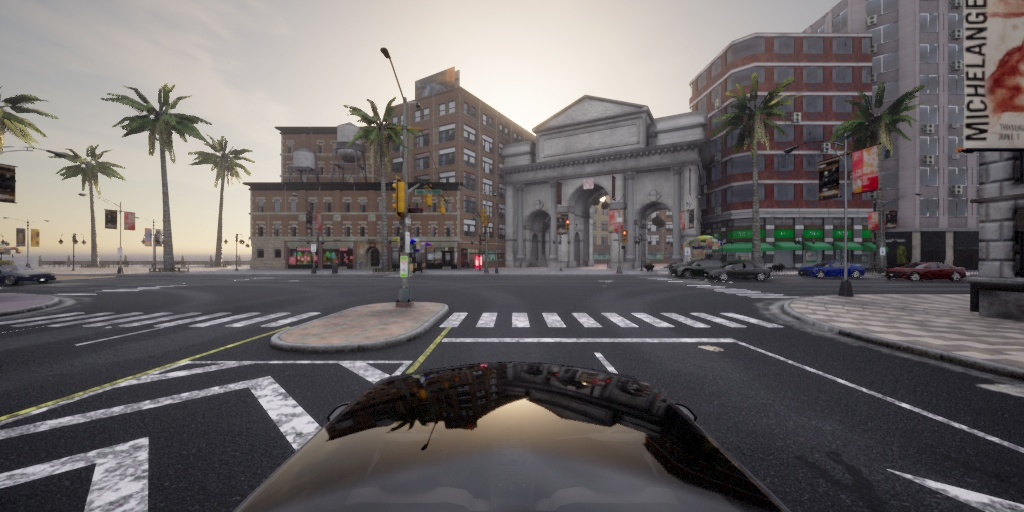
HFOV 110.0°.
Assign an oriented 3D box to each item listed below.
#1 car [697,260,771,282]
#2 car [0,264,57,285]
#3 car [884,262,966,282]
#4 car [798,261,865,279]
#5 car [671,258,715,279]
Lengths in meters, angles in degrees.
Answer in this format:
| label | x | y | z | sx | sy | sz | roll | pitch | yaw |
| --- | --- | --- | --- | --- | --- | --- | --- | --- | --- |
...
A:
| label | x | y | z | sx | sy | sz | roll | pitch | yaw |
| --- | --- | --- | --- | --- | --- | --- | --- | --- | --- |
| car | 17.873 | 1.255 | 28.624 | 4.892 | 1.490 | 1.837 | 0 | 0 | 0 |
| car | -35.828 | 1.297 | 25.337 | 5.357 | 1.411 | 2.033 | 0 | 0 | 0 |
| car | 32.659 | 1.227 | 28.449 | 5.008 | 1.535 | 1.882 | 0 | 0 | 1 |
| car | 28.406 | 1.228 | 32.013 | 5.008 | 1.535 | 1.882 | 0 | 0 | 1 |
| car | 16.717 | 1.102 | 32.132 | 4.553 | 1.767 | 2.097 | 0 | 0 | 0 |
